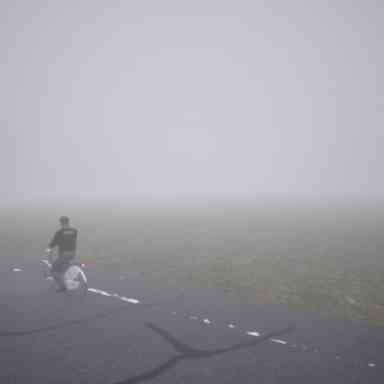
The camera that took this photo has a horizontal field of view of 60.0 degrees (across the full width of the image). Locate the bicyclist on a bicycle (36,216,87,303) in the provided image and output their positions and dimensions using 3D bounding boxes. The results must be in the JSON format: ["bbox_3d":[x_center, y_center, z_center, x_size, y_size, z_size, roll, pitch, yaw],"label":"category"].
[{"bbox_3d":[-2.843,1.381,7.094,1.843,1.776,0.659,0,0,36],"label":"bicyclist on a bicycle"}]
